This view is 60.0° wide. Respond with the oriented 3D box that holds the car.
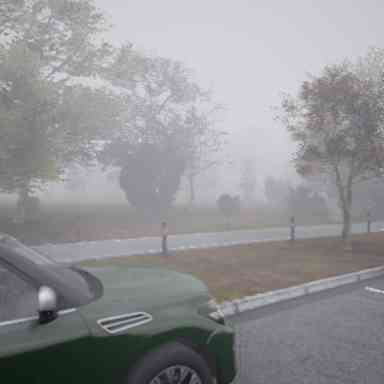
[{"bbox_3d":[-2.213,1.226,2.523,5.566,2.045,2.435,-1,-2,-35],"label":"car"}]
